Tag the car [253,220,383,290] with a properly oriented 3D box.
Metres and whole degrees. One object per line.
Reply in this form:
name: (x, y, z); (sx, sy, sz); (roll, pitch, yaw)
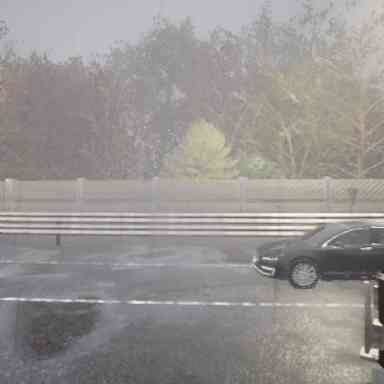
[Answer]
car: (4.035, 1.505, 8.468); (4.892, 1.490, 1.837); (0, 0, 0)
